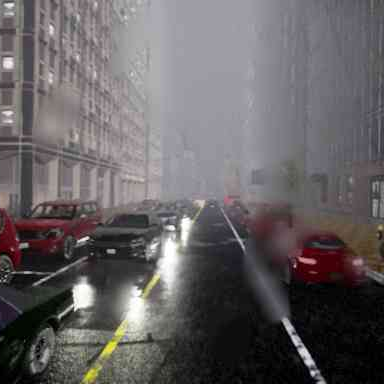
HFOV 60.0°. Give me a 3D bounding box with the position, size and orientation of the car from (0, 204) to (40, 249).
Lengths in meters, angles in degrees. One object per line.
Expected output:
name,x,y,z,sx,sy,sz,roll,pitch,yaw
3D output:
car,-5.166,1.244,5.968,2.192,1.841,5.009,1,0,3

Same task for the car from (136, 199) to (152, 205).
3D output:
car,-3.731,1.391,28.623,1.967,1.590,4.097,1,0,3

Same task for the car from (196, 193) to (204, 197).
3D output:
car,1.963,0.996,79.028,2.097,1.767,4.553,1,0,3

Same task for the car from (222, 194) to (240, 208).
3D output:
car,5.759,1.311,46.964,2.150,2.045,5.566,1,0,3

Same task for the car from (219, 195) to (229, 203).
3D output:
car,6.850,1.535,71.932,1.967,1.590,4.097,1,0,3

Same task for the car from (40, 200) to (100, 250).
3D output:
car,-4.783,1.250,12.288,2.192,1.841,5.009,1,0,3

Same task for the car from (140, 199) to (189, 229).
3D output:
car,-1.618,1.472,21.570,2.128,1.511,4.902,1,0,3

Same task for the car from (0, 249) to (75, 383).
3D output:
car,-2.749,1.562,2.704,1.895,1.301,4.718,1,0,3

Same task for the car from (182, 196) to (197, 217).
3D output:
car,-0.957,1.481,31.792,2.128,1.511,4.902,1,0,4

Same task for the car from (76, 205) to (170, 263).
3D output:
car,-2.194,1.449,12.135,1.882,1.535,5.008,1,0,3

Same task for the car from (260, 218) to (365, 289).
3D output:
car,3.172,1.627,9.070,1.802,1.307,4.206,1,0,3

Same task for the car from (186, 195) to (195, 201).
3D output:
car,-0.346,1.558,83.483,1.947,1.339,4.313,1,0,3

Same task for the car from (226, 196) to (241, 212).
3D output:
car,5.373,1.603,39.944,1.812,1.442,4.674,1,0,3

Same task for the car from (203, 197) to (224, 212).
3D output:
car,2.427,1.601,39.712,1.994,1.385,4.181,1,0,4

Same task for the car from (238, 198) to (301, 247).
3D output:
car,3.541,1.366,15.098,2.192,1.841,5.009,1,0,3

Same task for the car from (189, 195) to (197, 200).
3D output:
car,0.324,1.580,94.558,1.802,1.307,4.206,1,0,3
